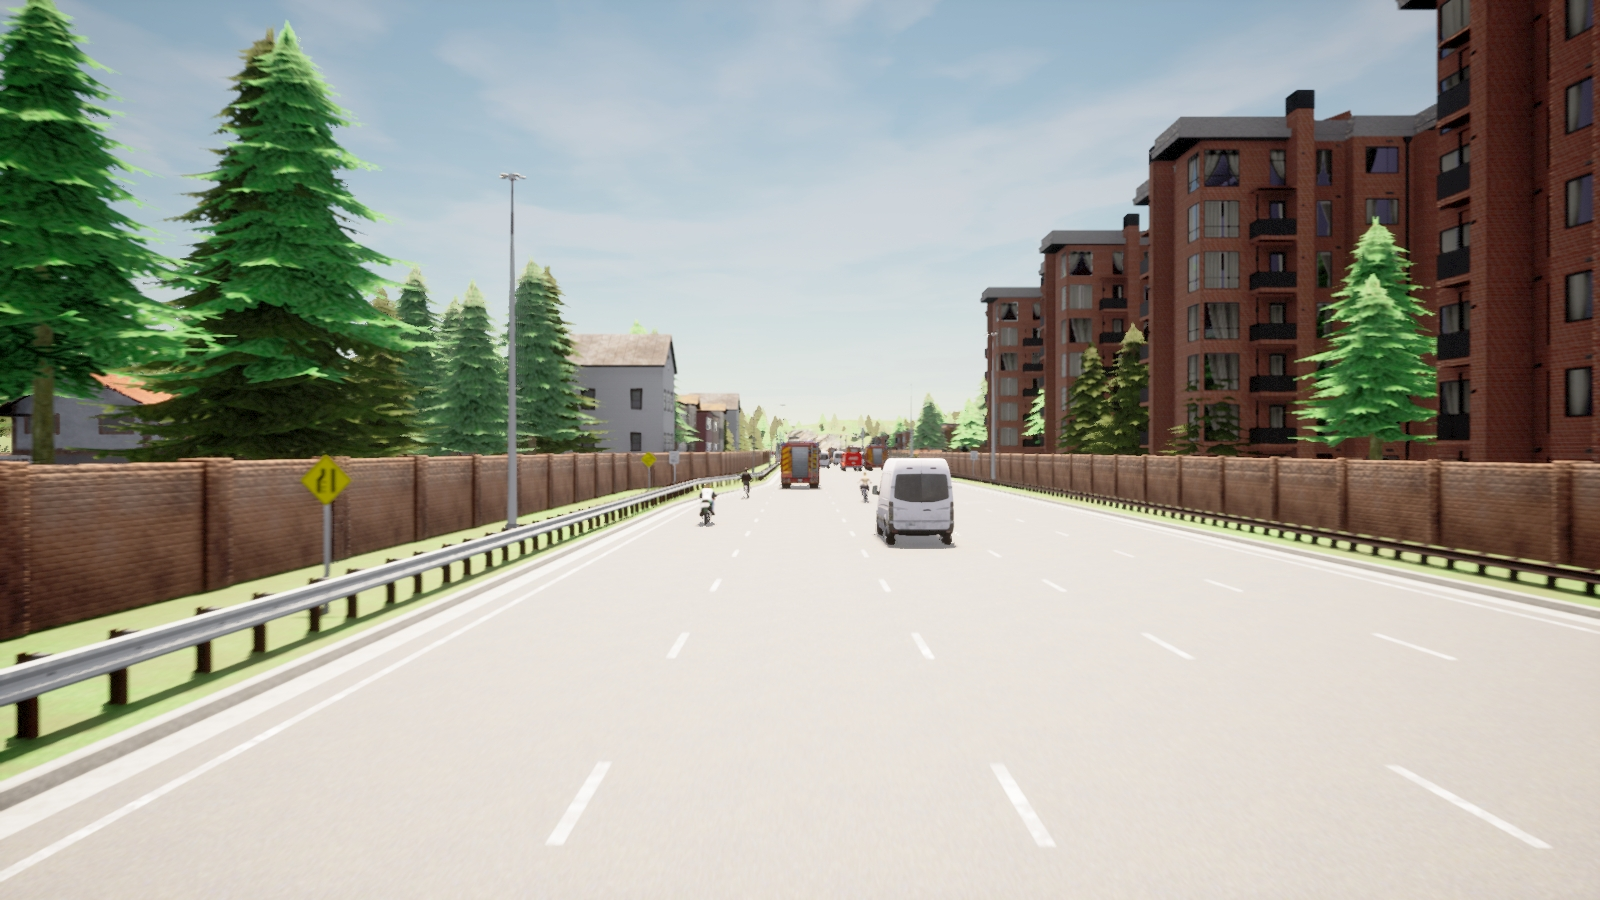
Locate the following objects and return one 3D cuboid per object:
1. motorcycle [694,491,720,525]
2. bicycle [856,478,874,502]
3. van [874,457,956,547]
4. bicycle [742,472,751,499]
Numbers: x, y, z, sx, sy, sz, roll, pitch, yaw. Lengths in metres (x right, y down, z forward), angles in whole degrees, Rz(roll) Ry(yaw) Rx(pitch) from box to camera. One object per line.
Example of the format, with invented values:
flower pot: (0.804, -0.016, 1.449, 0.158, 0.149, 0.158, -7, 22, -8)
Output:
motorcycle: (-3.495, 2.186, 43.182, 0.803, 1.199, 2.033, 0, 0, 0)
bicycle: (3.508, 2.158, 61.676, 0.859, 1.277, 1.487, 0, 0, 0)
van: (3.522, 1.534, 36.022, 1.988, 2.561, 5.915, 0, 0, 0)
bicycle: (-3.093, 2.060, 66.151, 0.329, 1.471, 1.835, 0, 0, 2)
